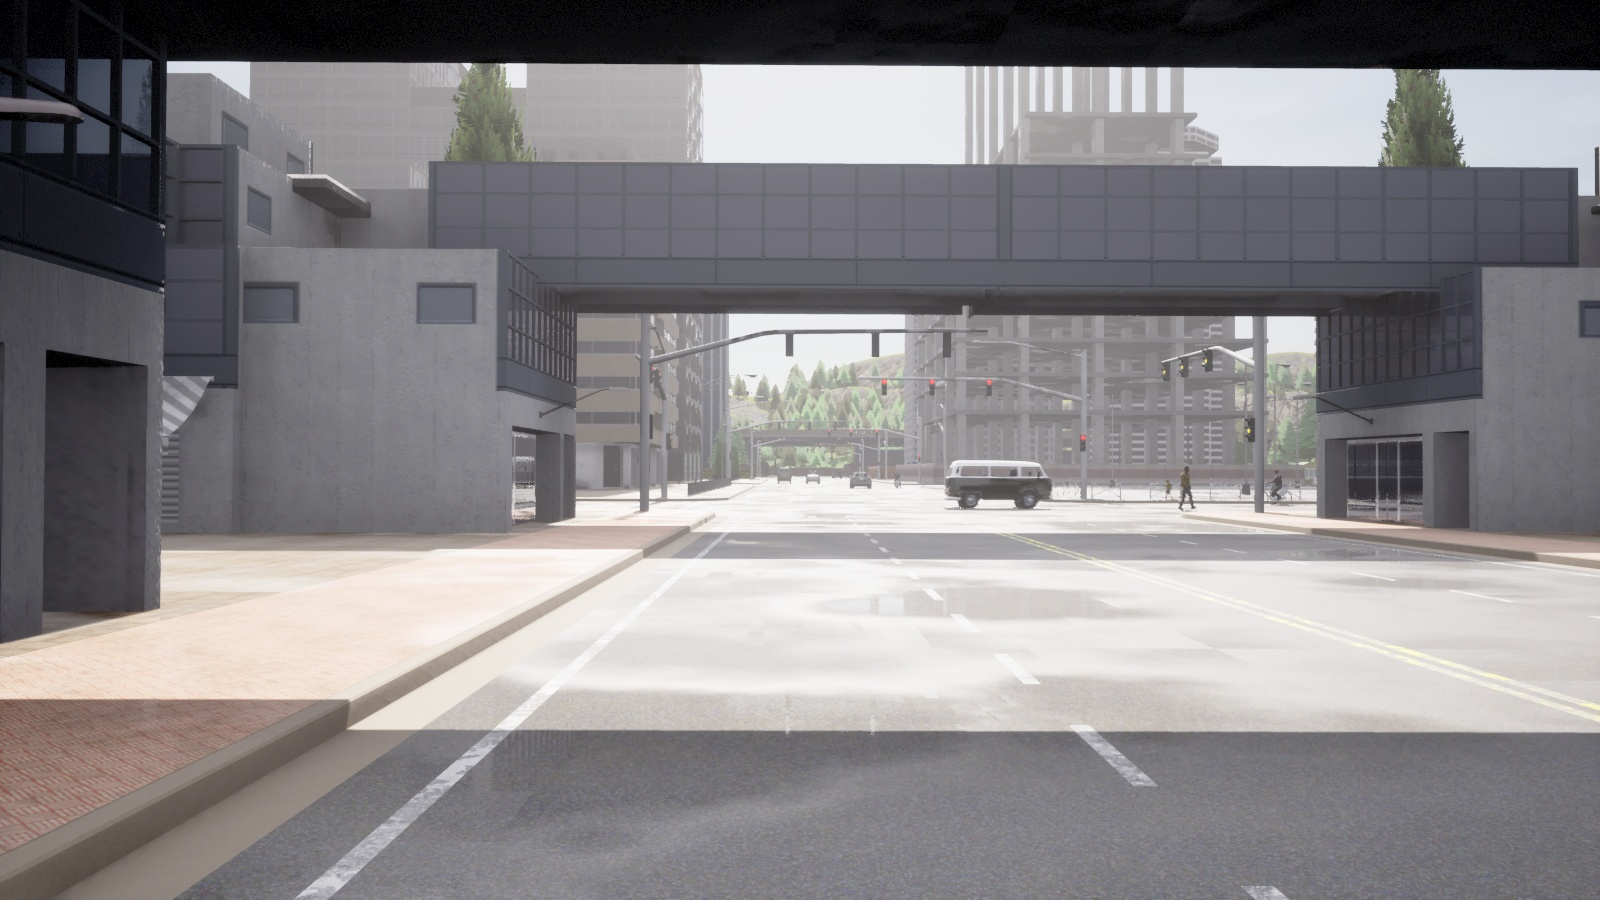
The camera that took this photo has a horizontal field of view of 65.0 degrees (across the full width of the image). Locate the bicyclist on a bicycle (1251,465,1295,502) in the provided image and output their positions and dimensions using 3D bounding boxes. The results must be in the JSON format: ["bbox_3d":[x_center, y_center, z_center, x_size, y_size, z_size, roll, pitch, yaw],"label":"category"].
[{"bbox_3d":[22.648,1.602,60.157,1.843,1.776,0.659,0,-1,0],"label":"bicyclist on a bicycle"}]

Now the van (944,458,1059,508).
[{"bbox_3d":[8.455,1.394,53.074,4.480,2.038,2.069,0,-1,-1],"label":"van"}]

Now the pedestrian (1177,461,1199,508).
[{"bbox_3d":[15.590,1.380,50.465,0.431,1.840,0.709,0,-1,-31],"label":"pedestrian"}]
